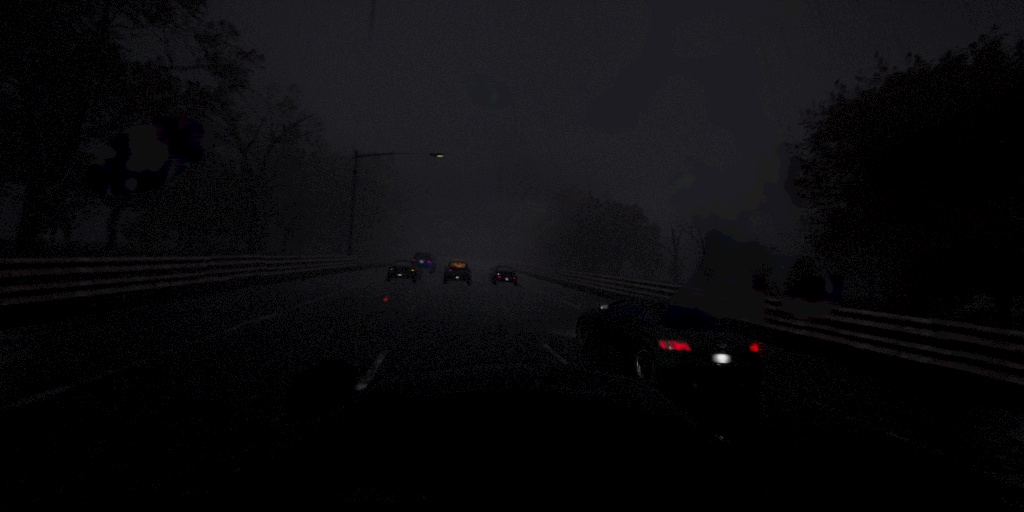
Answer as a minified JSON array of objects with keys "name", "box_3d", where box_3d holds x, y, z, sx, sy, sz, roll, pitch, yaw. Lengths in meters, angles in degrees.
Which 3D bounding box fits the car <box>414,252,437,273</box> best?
[{"name":"car","box_3d":[-9.277,0.626,38.018,2.150,2.045,5.566,4,0,-8]}]

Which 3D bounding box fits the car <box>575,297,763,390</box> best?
[{"name":"car","box_3d":[2.898,1.553,7.548,1.994,1.385,4.181,4,-1,-11]}]

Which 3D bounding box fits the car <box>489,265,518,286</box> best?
[{"name":"car","box_3d":[-0.689,1.429,27.769,1.812,1.442,4.674,4,0,-8]}]

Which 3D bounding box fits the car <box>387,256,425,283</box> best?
[{"name":"car","box_3d":[-7.237,0.958,24.324,1.812,1.442,4.674,4,0,-9]}]

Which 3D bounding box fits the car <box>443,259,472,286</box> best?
[{"name":"car","box_3d":[-3.838,1.161,25.244,2.128,1.511,4.902,4,-1,-9]}]
